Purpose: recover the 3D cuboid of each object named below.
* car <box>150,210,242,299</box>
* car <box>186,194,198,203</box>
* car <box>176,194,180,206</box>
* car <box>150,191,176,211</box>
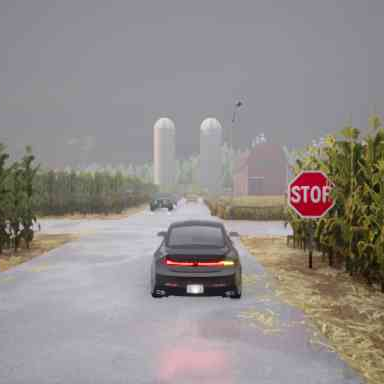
[{"bbox_3d":[0.136,1.453,8.351,1.837,1.490,4.892,0,1,2],"label":"car"},{"bbox_3d":[0.014,1.114,58.711,1.882,1.535,5.008,0,0,0],"label":"car"},{"bbox_3d":[-3.169,1.264,48.550,1.994,1.385,4.181,0,0,1],"label":"car"},{"bbox_3d":[-3.185,0.961,36.034,2.150,2.045,5.566,0,0,0],"label":"car"}]
